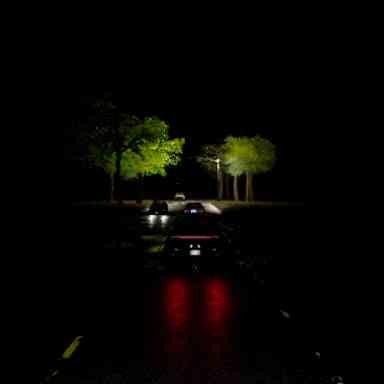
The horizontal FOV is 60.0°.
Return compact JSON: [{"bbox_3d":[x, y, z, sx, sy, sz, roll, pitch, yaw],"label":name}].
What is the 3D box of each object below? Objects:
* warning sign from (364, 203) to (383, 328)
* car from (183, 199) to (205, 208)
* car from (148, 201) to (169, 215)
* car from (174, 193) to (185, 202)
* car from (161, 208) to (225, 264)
[{"bbox_3d":[3.572,1.141,5.063,1.300,1.860,1.060,1,1,0],"label":"warning sign"},{"bbox_3d":[0.216,1.665,30.386,2.033,1.411,5.357,0,0,1],"label":"car"},{"bbox_3d":[-3.437,1.672,35.311,2.033,1.411,5.357,0,0,1],"label":"car"},{"bbox_3d":[-2.813,1.218,76.363,2.150,2.045,5.566,0,0,1],"label":"car"},{"bbox_3d":[0.108,1.550,12.089,2.128,1.511,4.902,0,0,0],"label":"car"}]
